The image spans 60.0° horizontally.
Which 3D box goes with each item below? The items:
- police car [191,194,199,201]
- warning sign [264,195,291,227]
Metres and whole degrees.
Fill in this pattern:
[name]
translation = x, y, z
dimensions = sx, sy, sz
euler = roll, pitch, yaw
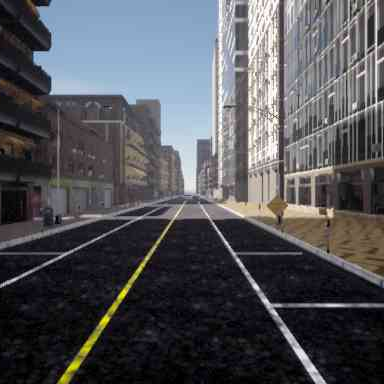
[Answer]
[police car]
translation = 0.900, 1.478, 89.854
dimensions = 1.930, 1.638, 5.238
euler = 0, 0, 0
[warning sign]
translation = 5.067, 1.101, 19.743
dimensions = 1.300, 1.860, 1.060
euler = 0, 0, 0
